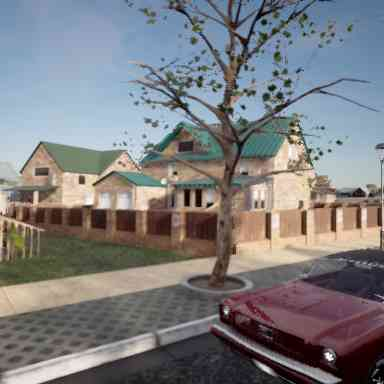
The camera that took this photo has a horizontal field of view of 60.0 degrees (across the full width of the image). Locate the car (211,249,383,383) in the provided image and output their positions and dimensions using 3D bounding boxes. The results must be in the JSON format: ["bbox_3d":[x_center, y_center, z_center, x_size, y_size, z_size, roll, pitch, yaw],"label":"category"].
[{"bbox_3d":[2.596,1.625,4.926,4.718,1.301,1.895,0,0,-36],"label":"car"}]
